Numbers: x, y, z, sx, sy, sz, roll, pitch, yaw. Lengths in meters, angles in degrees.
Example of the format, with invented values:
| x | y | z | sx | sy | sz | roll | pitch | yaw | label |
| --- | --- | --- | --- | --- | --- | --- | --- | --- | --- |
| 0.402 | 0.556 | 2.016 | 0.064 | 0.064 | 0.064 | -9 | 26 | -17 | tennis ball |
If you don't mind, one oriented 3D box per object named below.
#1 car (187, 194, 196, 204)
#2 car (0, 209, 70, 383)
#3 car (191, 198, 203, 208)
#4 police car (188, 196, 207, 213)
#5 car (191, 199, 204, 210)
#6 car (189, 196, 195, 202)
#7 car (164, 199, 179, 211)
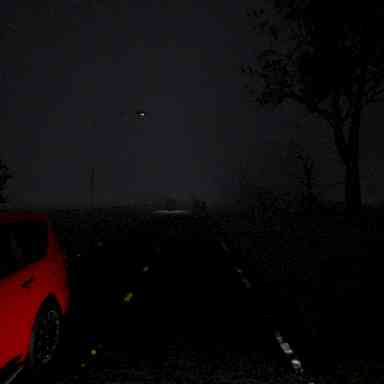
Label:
| x | y | z | sx | sy | sz | roll | pitch | yaw | label |
| --- | --- | --- | --- | --- | --- | --- | --- | --- | --- |
| 0.003 | 1.536 | 73.621 | 2.150 | 2.045 | 5.566 | 0 | 0 | 0 | car |
| -2.851 | 1.234 | 2.676 | 2.150 | 2.045 | 5.566 | 0 | 0 | 0 | car |
| 0.826 | 1.811 | 55.851 | 1.837 | 1.490 | 4.892 | 0 | 0 | 0 | car |
| 0.826 | 1.632 | 39.962 | 1.930 | 1.638 | 5.238 | 0 | 0 | 0 | police car |
| 0.826 | 1.773 | 49.851 | 1.837 | 1.490 | 4.892 | 0 | 0 | 0 | car |
| 0.003 | 1.939 | 92.357 | 1.882 | 1.535 | 5.008 | 0 | 0 | 0 | car |
| -2.831 | 1.721 | 45.982 | 1.882 | 1.535 | 5.008 | 0 | 0 | 0 | car |
